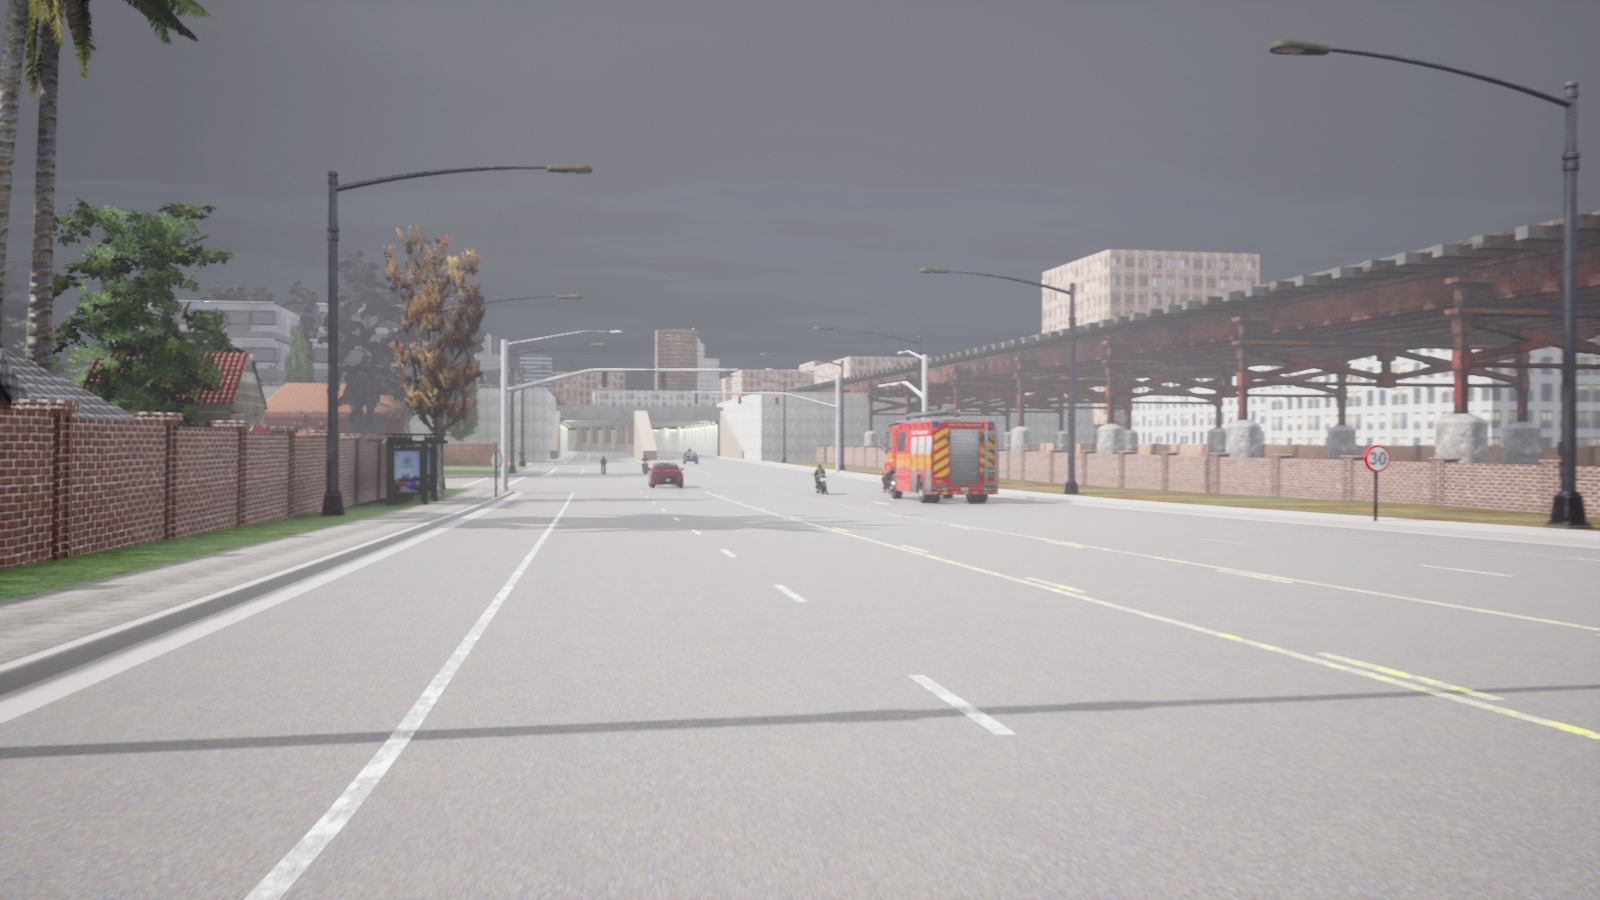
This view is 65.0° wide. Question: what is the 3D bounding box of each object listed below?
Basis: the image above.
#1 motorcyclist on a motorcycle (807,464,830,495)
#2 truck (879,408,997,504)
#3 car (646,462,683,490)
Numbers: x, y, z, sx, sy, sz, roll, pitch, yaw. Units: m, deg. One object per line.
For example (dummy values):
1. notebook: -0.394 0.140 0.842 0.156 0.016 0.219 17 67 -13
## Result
1. motorcyclist on a motorcycle: 0.923 1.473 62.978 0.797 1.523 2.044 0 0 -9
2. truck: 5.824 0.256 54.718 2.891 3.827 8.468 0 0 -9
3. car: -8.027 1.524 74.231 1.882 1.535 5.008 0 0 -9
